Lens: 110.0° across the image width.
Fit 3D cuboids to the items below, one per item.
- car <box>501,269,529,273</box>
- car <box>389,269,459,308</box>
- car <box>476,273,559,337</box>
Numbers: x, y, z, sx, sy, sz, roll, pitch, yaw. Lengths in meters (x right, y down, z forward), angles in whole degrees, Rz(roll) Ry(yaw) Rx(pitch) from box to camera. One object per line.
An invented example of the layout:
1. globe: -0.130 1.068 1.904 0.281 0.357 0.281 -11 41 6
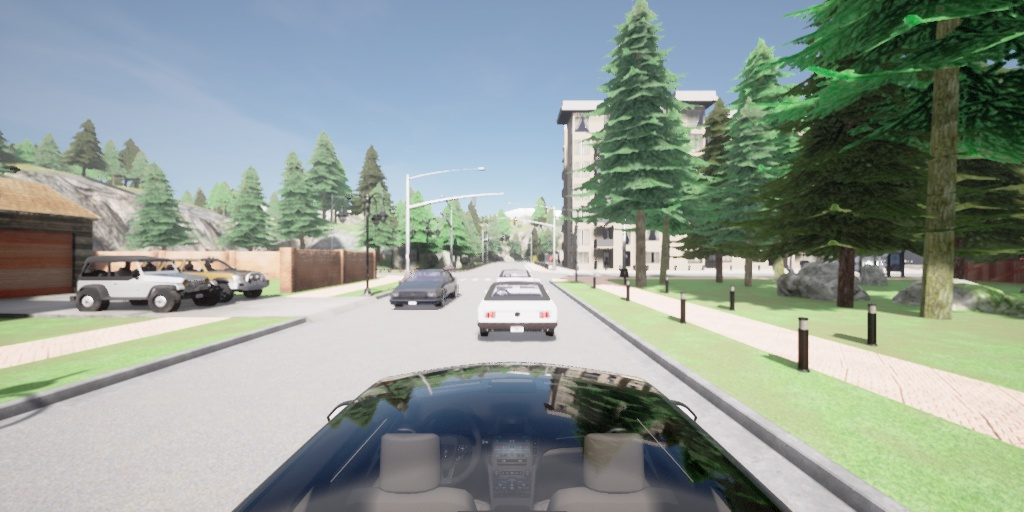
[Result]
1. car: 0.162 1.341 19.423 1.895 1.301 4.718 0 0 0
2. car: -3.515 1.290 15.413 2.033 1.411 5.357 0 0 1
3. car: 0.132 1.346 10.255 1.895 1.301 4.718 0 0 0
